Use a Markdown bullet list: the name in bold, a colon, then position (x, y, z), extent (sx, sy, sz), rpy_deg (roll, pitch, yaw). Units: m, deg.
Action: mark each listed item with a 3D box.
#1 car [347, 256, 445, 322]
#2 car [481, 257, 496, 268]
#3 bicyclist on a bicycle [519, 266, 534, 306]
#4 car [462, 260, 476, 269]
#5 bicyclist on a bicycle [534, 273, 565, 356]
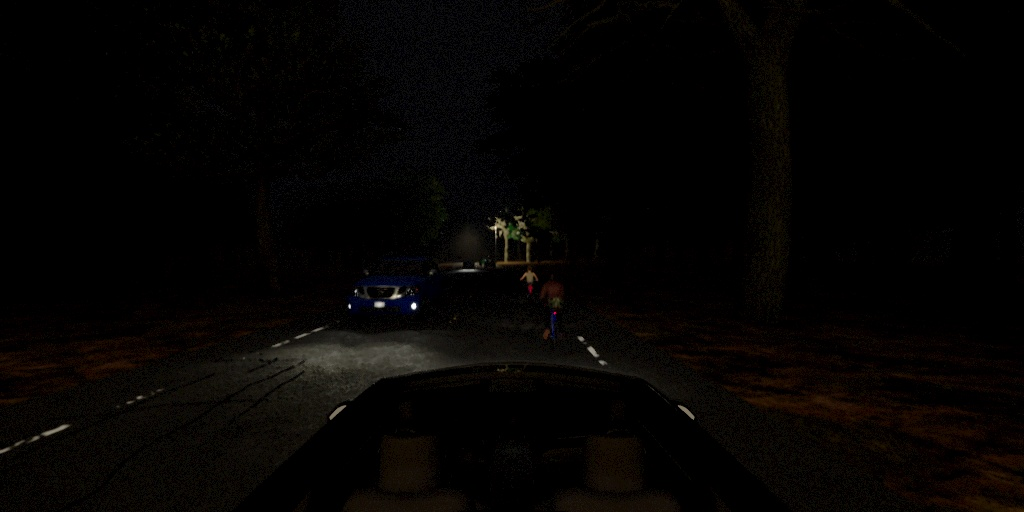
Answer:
- **car**: position (-3.779, 1.007, 12.779), extent (2.150, 2.045, 5.566), rpy_deg (0, 0, -2)
- **car**: position (-3.921, 1.334, 63.267), extent (2.128, 1.511, 4.902), rpy_deg (0, 0, -7)
- **bicyclist on a bicycle**: position (0.729, 1.222, 15.068), extent (0.866, 1.612, 1.509), rpy_deg (0, 0, -2)
- **car**: position (-6.904, 1.351, 57.377), extent (2.128, 1.511, 4.902), rpy_deg (0, 0, -6)
- **bicyclist on a bicycle**: position (0.892, 1.220, 7.769), extent (0.582, 1.620, 1.656), rpy_deg (0, 0, -1)
